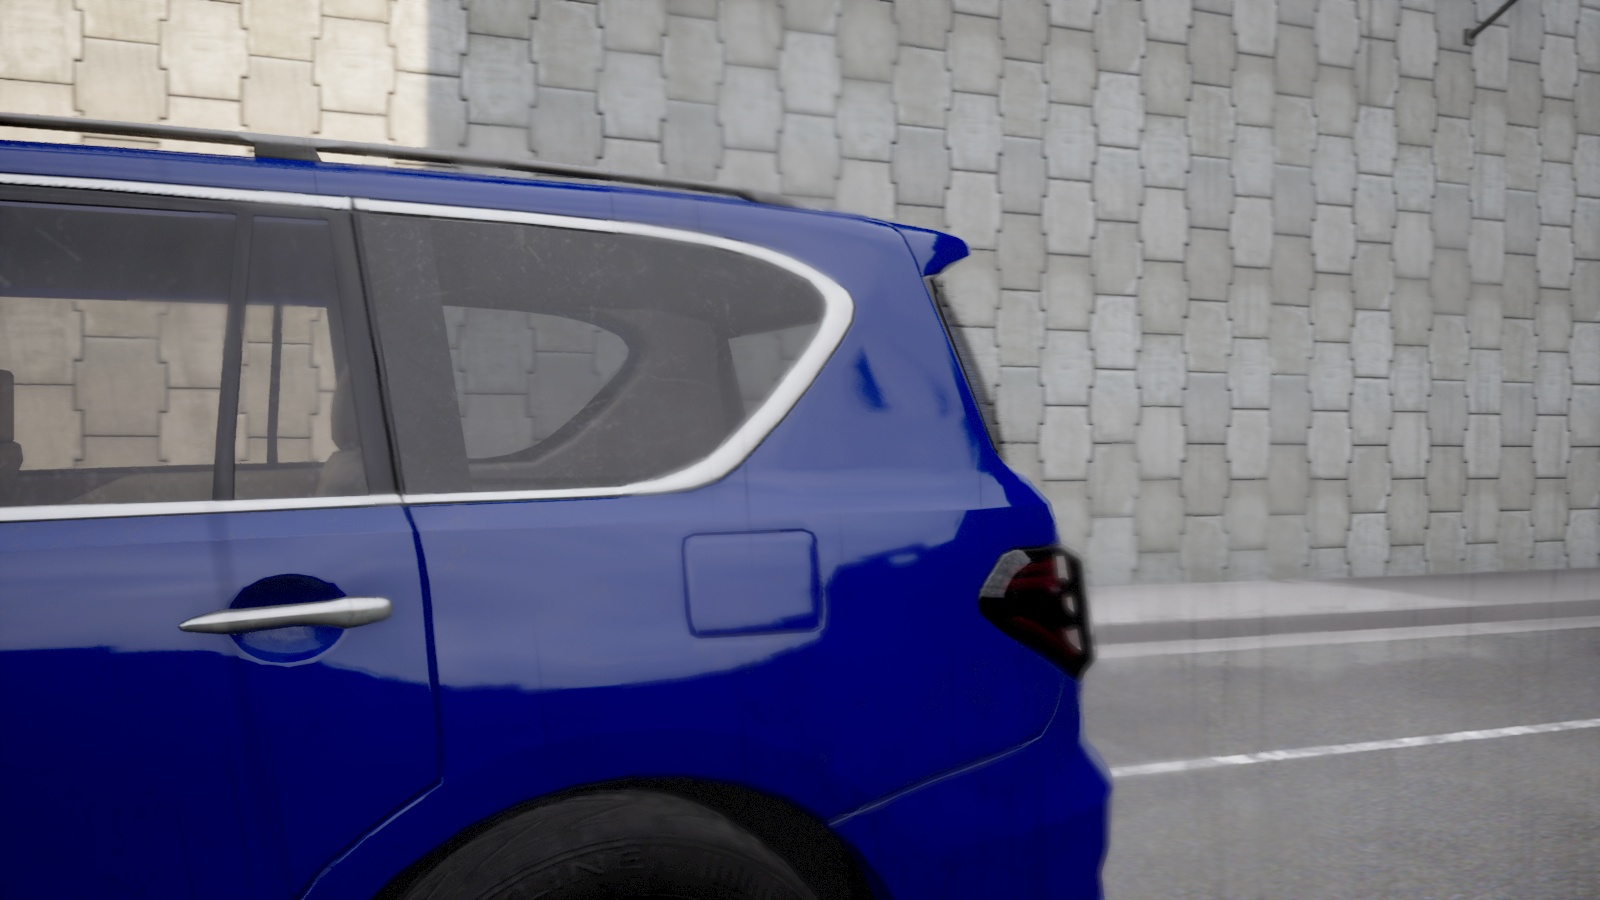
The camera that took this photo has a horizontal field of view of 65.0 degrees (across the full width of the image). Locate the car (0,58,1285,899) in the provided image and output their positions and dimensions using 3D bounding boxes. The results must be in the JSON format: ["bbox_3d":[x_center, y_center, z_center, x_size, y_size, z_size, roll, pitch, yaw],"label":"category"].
[{"bbox_3d":[-2.042,0.499,2.460,5.566,2.045,2.150,-1,1,-21],"label":"car"}]
